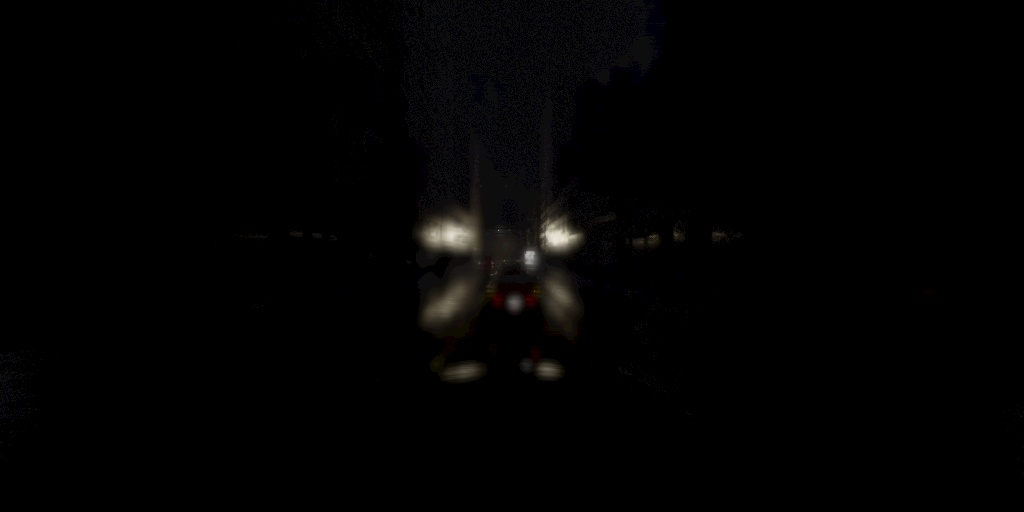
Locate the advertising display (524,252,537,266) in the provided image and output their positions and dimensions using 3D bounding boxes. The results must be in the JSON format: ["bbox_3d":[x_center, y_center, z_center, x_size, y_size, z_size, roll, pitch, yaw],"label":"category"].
[{"bbox_3d":[3.016,0.543,55.583,1.540,2.440,0.280,0,0,0],"label":"advertising display"}]

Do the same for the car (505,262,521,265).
[{"bbox_3d":[0.090,1.200,29.462,1.994,1.385,4.181,0,0,0],"label":"car"}]

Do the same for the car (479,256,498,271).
[{"bbox_3d":[-2.833,0.923,43.733,2.097,1.767,4.553,0,0,0],"label":"car"}]

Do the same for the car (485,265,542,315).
[{"bbox_3d":[0.084,1.230,13.249,1.812,1.442,4.674,0,0,0],"label":"car"}]
